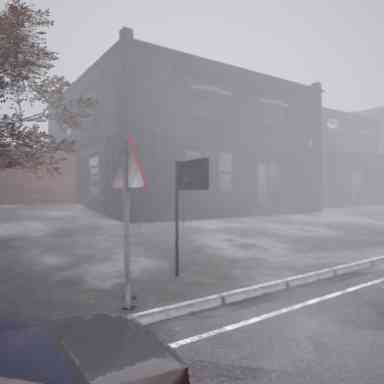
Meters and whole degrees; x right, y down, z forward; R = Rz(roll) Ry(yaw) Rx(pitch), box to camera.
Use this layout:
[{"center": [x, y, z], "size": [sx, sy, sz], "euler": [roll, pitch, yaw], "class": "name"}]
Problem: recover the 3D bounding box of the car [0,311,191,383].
[{"center": [-2.443, 1.558, 1.646], "size": [5.357, 1.411, 2.033], "euler": [0, 0, -35], "class": "car"}]
